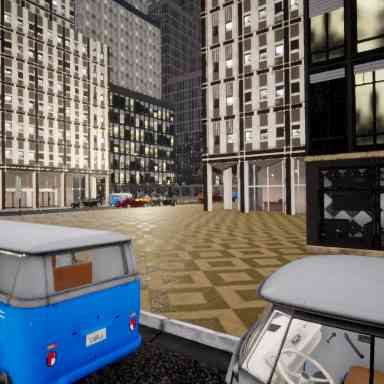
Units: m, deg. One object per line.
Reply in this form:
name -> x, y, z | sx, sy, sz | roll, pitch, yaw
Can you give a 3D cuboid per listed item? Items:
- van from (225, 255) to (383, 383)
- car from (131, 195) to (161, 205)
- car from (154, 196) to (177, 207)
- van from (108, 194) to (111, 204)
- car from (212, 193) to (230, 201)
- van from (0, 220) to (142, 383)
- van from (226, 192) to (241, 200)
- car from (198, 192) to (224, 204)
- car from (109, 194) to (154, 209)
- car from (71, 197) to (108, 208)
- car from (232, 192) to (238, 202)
van -> 1.995, 1.341, 1.464 | 3.998, 1.788, 1.690 | 0, -1, 36
car -> -7.252, 1.279, 52.739 | 1.752, 1.417, 4.829 | 0, 0, 36
car -> -3.701, 1.231, 43.407 | 2.008, 1.369, 4.403 | 0, 0, 36
van -> -10.486, 1.136, 48.325 | 1.690, 1.788, 3.998 | 0, 0, 36
car -> 6.177, 1.017, 71.079 | 1.967, 1.590, 4.097 | 0, 0, 36
van -> -2.545, 1.342, 4.703 | 3.998, 1.788, 1.690 | 0, -1, 36
van -> 9.508, 0.873, 75.630 | 1.690, 1.788, 3.998 | 0, 0, 36
car -> 2.959, 0.909, 52.504 | 2.192, 1.841, 5.009 | 0, 0, 36
car -> -7.031, 1.267, 38.858 | 1.887, 1.381, 4.507 | 0, 0, 36
car -> -13.816, 1.404, 43.776 | 1.947, 1.339, 4.313 | 0, 0, 36
car -> 6.292, 1.101, 57.053 | 2.008, 1.369, 4.403 | 0, 0, 36
